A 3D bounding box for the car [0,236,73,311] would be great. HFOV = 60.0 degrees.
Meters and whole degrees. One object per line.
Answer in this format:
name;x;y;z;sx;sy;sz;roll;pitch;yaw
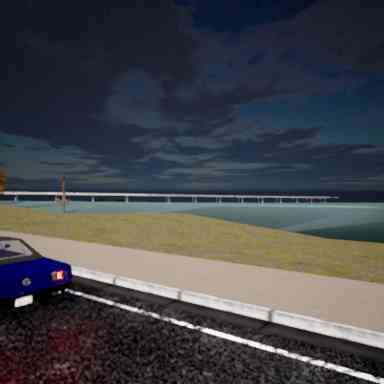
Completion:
car;-4.709;1.596;7.037;4.718;1.301;1.895;0;0;35
